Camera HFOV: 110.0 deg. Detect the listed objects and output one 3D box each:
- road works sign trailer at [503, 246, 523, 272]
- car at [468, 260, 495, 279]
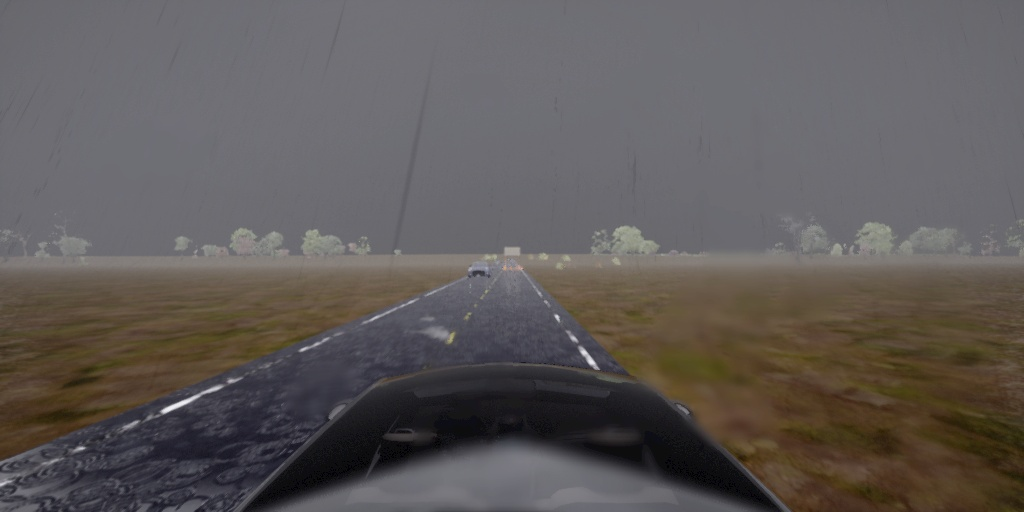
[{"bbox_3d":[0.025,0.394,48.870,2.380,3.560,2.880,0,0,0],"label":"road works sign trailer"},{"bbox_3d":[-3.056,1.227,34.927,2.097,1.767,4.553,0,0,0],"label":"car"}]
